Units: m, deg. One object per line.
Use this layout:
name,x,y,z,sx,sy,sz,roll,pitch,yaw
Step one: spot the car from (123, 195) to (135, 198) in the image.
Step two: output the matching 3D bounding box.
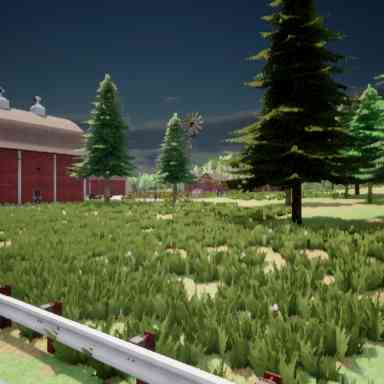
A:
car,-18.021,1.511,93.586,1.816,1.474,4.193,0,0,35
